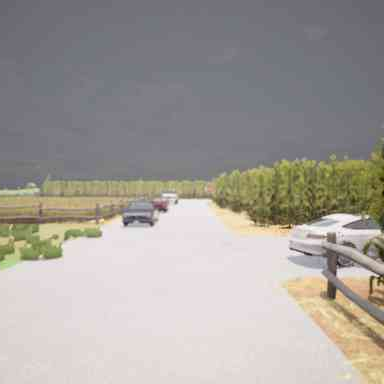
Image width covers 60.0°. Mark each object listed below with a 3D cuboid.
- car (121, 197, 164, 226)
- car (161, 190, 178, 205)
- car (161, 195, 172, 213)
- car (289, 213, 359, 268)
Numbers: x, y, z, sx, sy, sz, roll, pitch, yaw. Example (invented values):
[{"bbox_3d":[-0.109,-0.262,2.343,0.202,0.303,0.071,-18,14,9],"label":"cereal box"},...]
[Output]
[{"bbox_3d":[-3.172,1.296,21.469,2.033,1.411,5.357,0,1,-1],"label":"car"},{"bbox_3d":[-3.125,0.674,47.365,2.150,2.045,5.566,0,0,0],"label":"car"},{"bbox_3d":[-3.204,1.234,31.413,1.895,1.301,4.718,0,1,0],"label":"car"},{"bbox_3d":[5.374,1.403,10.419,4.674,1.442,1.812,0,-1,-12],"label":"car"}]
